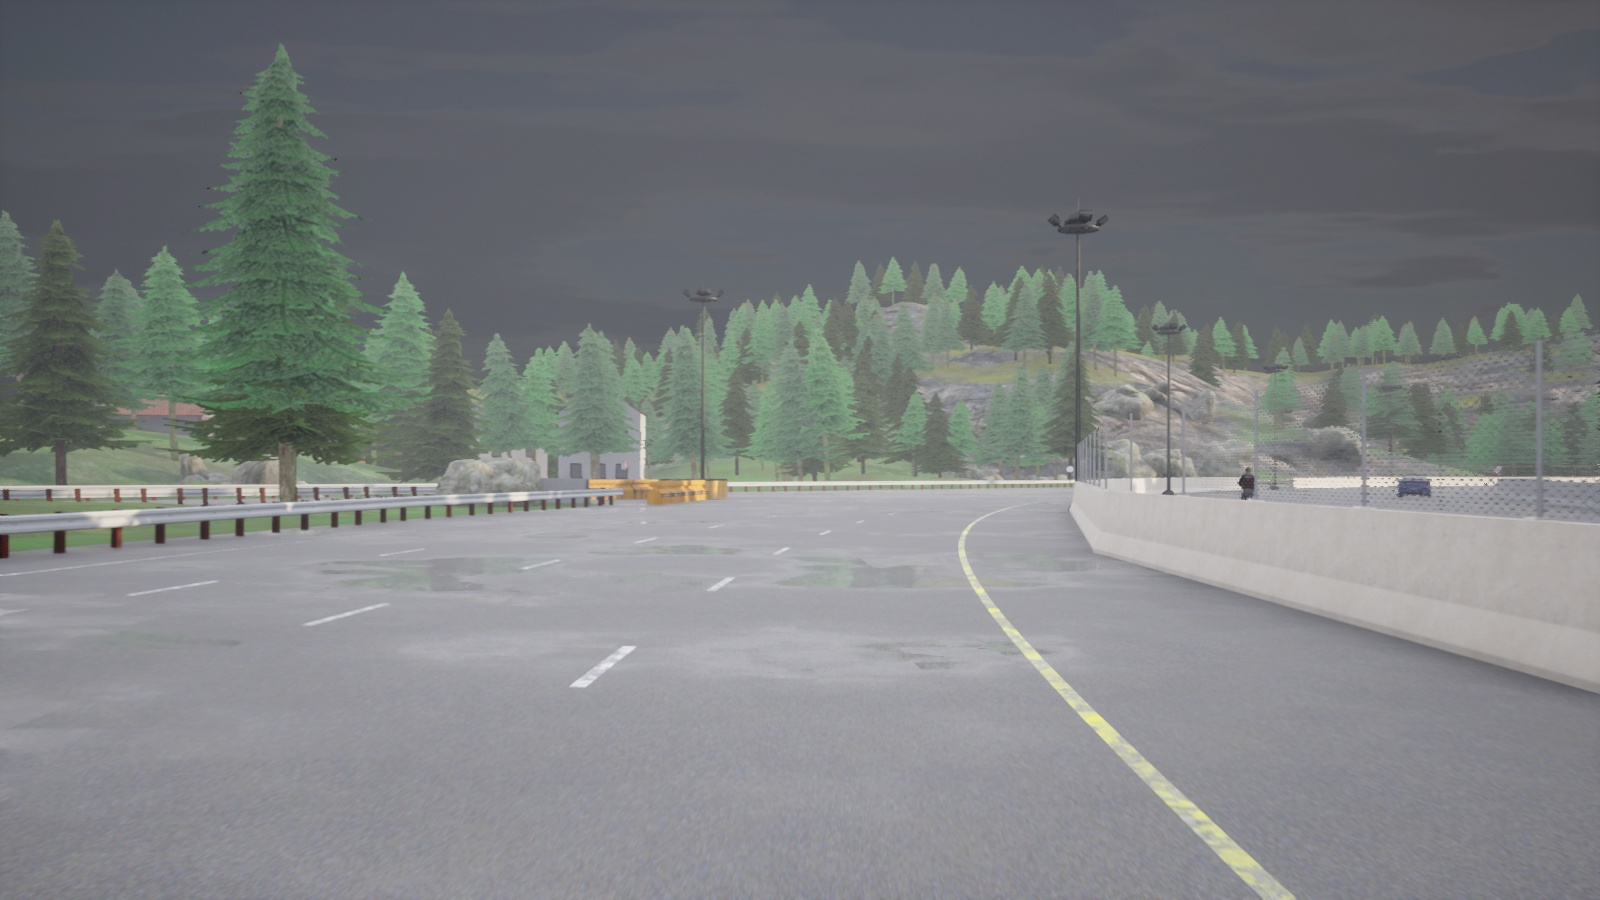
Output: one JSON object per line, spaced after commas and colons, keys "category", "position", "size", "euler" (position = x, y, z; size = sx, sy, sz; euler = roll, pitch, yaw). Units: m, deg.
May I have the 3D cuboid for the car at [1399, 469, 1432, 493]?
{"category": "car", "position": [40.279, 2.018, 82.147], "size": [1.882, 1.535, 5.008], "euler": [-1, -1, 26]}
